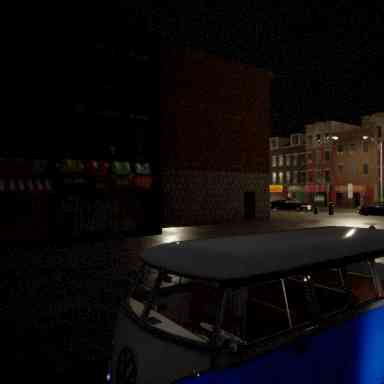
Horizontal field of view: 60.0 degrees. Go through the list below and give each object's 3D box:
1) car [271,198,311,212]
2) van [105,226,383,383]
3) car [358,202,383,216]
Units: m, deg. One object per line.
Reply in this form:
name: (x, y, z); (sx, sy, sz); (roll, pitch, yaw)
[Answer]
car: (11.231, 1.491, 37.893); (2.128, 1.511, 4.902); (0, 0, -35)
van: (1.096, 1.341, 3.603); (3.998, 1.788, 1.690); (0, 0, -36)
car: (17.143, 1.571, 29.593); (1.994, 1.385, 4.181); (0, 0, -35)
